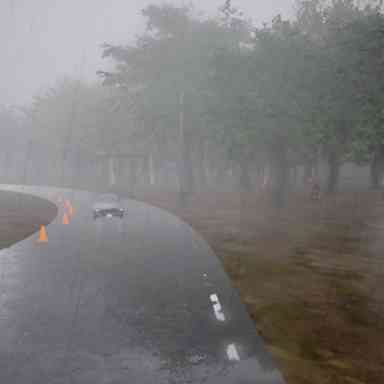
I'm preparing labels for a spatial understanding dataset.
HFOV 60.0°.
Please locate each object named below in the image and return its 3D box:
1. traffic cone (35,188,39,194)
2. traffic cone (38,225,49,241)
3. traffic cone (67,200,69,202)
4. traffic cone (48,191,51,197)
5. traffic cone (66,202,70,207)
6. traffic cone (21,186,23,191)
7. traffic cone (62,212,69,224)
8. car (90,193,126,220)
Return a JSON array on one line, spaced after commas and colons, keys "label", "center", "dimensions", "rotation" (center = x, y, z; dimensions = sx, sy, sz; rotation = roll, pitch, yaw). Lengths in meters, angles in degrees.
[{"label": "traffic cone", "center": [-17.763, -0.113, 38.029], "dimensions": [0.340, 0.580, 0.340], "rotation": [-4, 6, -43]}, {"label": "traffic cone", "center": [-5.779, 1.582, 12.891], "dimensions": [0.340, 0.580, 0.340], "rotation": [-1, 2, -8]}, {"label": "traffic cone", "center": [-9.837, 0.856, 26.389], "dimensions": [0.340, 0.580, 0.340], "rotation": [-2, 4, -25]}, {"label": "traffic cone", "center": [-14.728, 0.219, 34.424], "dimensions": [0.340, 0.580, 0.340], "rotation": [-3, 6, -37]}, {"label": "traffic cone", "center": [-8.029, 1.132, 22.038], "dimensions": [0.340, 0.580, 0.340], "rotation": [-1, 4, -20]}, {"label": "traffic cone", "center": [-21.150, -0.423, 41.309], "dimensions": [0.340, 0.580, 0.340], "rotation": [5, 6, 41]}, {"label": "traffic cone", "center": [-6.672, 1.375, 17.523], "dimensions": [0.340, 0.580, 0.340], "rotation": [-1, 3, -14]}, {"label": "car", "center": [-5.312, 0.781, 20.856], "dimensions": [2.033, 1.411, 5.357], "rotation": [-1, 3, -17]}]
